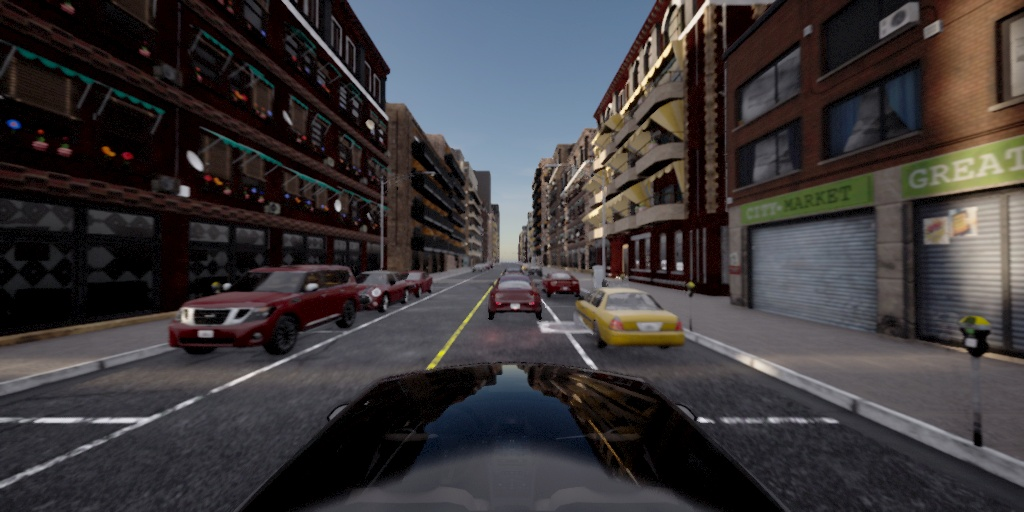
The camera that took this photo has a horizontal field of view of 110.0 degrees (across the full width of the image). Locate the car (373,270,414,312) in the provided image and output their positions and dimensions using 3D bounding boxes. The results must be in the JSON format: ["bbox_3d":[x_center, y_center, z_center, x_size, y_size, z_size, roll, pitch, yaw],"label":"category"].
[{"bbox_3d":[-5.689,1.357,14.798,1.967,1.591,4.097,0,0,0],"label":"car"}]

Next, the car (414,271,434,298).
[{"bbox_3d":[-5.687,1.534,20.435,1.888,1.381,4.507,0,0,0],"label":"car"}]

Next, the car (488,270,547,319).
[{"bbox_3d":[0.103,1.427,13.514,1.812,1.442,4.674,0,-1,0],"label":"car"}]

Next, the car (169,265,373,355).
[{"bbox_3d":[-5.690,1.160,9.163,2.192,1.841,5.009,0,0,0],"label":"car"}]

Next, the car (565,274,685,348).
[{"bbox_3d":[2.690,1.371,9.327,1.751,1.417,4.829,0,0,0],"label":"car"}]

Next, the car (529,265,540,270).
[{"bbox_3d":[2.699,1.828,42.971,2.007,1.370,4.403,0,0,0],"label":"car"}]

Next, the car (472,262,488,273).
[{"bbox_3d":[-5.677,2.041,59.884,2.007,1.370,4.403,0,0,0],"label":"car"}]

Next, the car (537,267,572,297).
[{"bbox_3d":[2.693,1.535,20.428,1.888,1.381,4.507,0,0,0],"label":"car"}]

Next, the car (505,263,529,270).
[{"bbox_3d":[0.107,1.618,31.131,2.128,1.511,4.902,0,-1,0],"label":"car"}]
